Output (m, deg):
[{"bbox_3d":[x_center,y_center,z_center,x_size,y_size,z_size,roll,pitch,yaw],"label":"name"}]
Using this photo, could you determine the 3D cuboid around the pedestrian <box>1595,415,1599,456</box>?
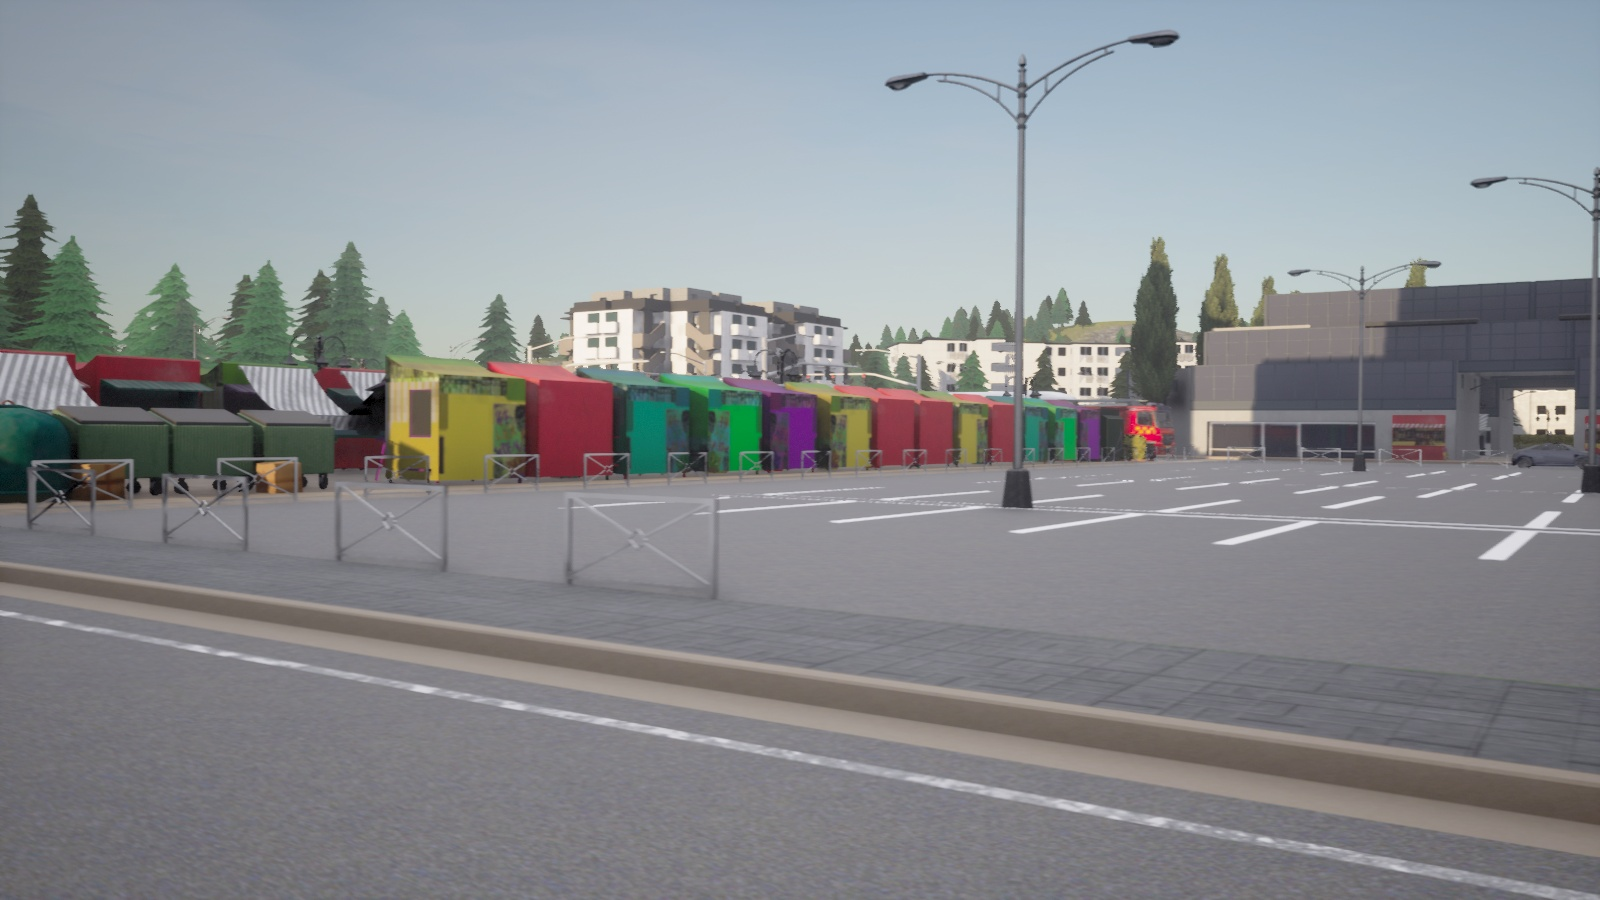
[{"bbox_3d":[36.684,-0.664,56.893,0.874,1.855,0.900,-1,1,-40],"label":"pedestrian"}]

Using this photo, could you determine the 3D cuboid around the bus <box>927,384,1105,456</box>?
[{"bbox_3d":[13.432,-1.784,78.634,10.273,4.253,3.944,0,1,35],"label":"bus"}]

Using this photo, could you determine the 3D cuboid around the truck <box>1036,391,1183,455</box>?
[{"bbox_3d":[19.352,-1.627,78.718,8.468,3.827,2.891,0,1,35],"label":"truck"}]

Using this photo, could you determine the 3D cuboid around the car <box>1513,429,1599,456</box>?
[{"bbox_3d":[39.204,-0.386,64.600,4.181,1.385,1.994,0,1,35],"label":"car"}]
